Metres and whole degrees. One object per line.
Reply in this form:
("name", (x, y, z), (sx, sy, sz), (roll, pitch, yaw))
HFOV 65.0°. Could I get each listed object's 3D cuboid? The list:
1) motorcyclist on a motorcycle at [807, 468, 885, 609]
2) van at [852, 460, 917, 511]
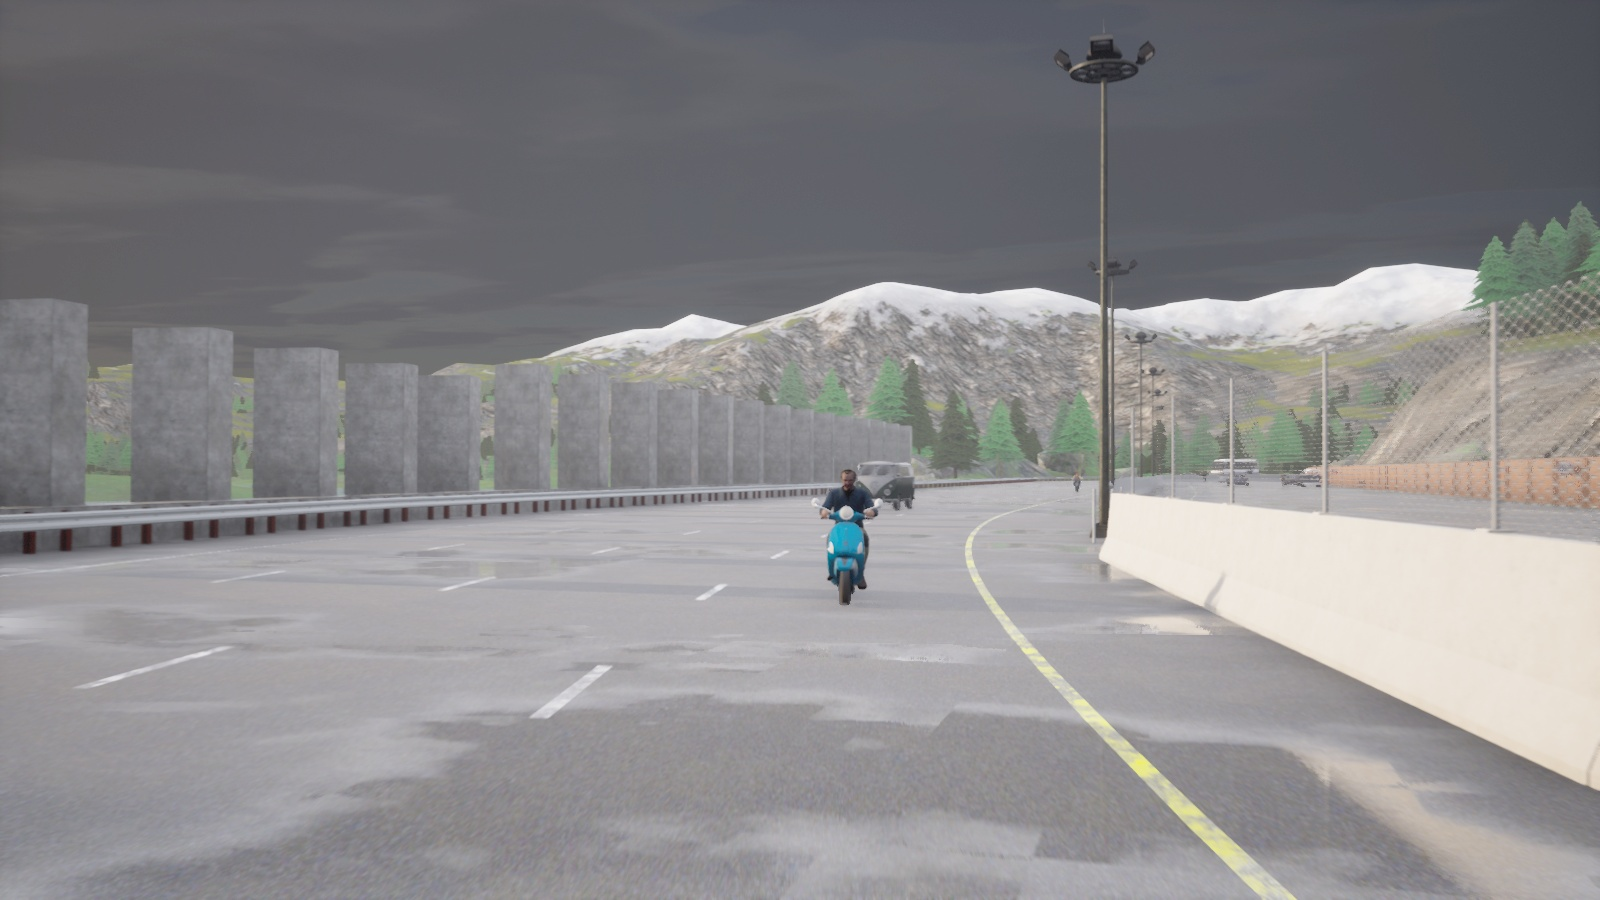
("motorcyclist on a motorcycle", (0.584, 1.021, 15.227), (0.866, 1.590, 1.817), (0, -1, 5))
("van", (3.494, 1.415, 51.438), (1.775, 1.987, 4.442), (-1, -1, 16))
